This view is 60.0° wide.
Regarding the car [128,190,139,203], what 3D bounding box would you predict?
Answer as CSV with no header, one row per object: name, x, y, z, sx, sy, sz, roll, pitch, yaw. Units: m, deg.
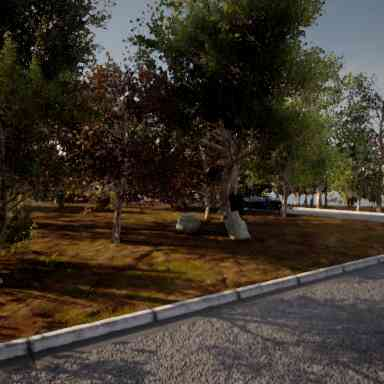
car,-9.229,0.563,43.283,4.553,1.767,2.097,1,0,-8

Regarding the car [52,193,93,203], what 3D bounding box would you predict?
car,-13.166,0.583,37.735,5.008,1.535,1.882,1,-1,-34

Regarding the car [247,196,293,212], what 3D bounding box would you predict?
car,6.812,1.047,31.008,2.033,1.411,5.357,1,0,-34
